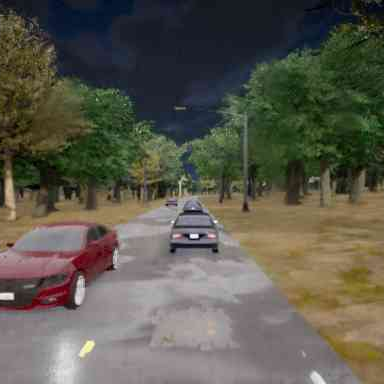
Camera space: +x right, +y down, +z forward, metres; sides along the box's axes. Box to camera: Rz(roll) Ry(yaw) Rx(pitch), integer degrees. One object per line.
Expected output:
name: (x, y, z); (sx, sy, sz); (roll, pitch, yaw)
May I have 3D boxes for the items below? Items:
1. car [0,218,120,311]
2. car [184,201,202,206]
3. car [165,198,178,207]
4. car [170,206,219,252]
car: (-3.098, 1.473, 8.067); (1.882, 1.535, 5.008); (0, 0, 0)
car: (0.103, 1.565, 34.445); (1.994, 1.385, 4.181); (0, 0, 0)
car: (-3.060, 1.571, 51.173); (2.033, 1.411, 5.357); (0, 0, 0)
car: (0.090, 1.541, 13.788); (2.033, 1.411, 5.357); (0, 0, 0)
